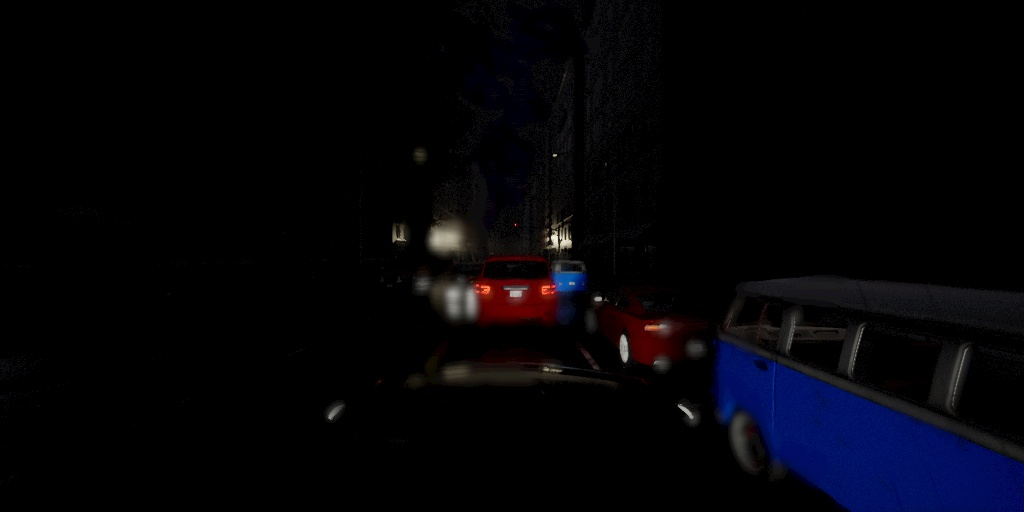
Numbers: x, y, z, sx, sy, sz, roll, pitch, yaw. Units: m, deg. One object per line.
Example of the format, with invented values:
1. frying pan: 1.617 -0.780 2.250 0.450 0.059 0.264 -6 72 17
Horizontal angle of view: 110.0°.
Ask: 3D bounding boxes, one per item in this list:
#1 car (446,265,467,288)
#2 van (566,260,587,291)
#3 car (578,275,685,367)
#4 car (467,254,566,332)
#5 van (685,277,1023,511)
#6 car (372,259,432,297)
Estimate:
1. car: -3.014 1.307 23.491 1.994 1.385 4.181 0 0 1
2. van: 2.890 1.086 19.089 1.690 1.789 3.998 0 0 0
3. car: 2.867 1.294 7.768 1.888 1.381 4.507 0 0 0
4. car: 0.119 0.970 10.991 2.150 2.045 5.566 0 0 0
5. van: 2.856 1.091 2.107 1.690 1.789 3.998 0 0 0
6. car: -5.635 1.060 19.066 2.192 1.841 5.009 0 0 0
